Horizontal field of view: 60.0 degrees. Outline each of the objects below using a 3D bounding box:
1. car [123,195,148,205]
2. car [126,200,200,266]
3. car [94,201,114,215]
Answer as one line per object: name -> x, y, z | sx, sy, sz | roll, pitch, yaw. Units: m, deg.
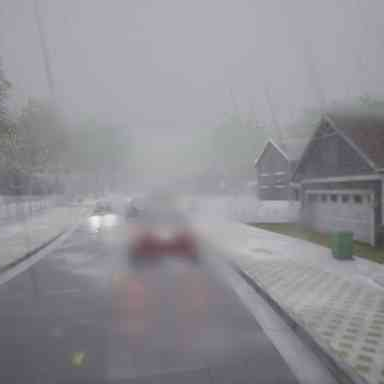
car -> -4.142, 1.312, 26.341 | 2.097, 1.767, 4.553 | 0, 0, -13
car -> -1.091, 1.331, 11.732 | 2.097, 1.767, 4.553 | 0, 0, -9
car -> -8.892, 1.567, 33.861 | 1.895, 1.301, 4.718 | 0, 0, -13
